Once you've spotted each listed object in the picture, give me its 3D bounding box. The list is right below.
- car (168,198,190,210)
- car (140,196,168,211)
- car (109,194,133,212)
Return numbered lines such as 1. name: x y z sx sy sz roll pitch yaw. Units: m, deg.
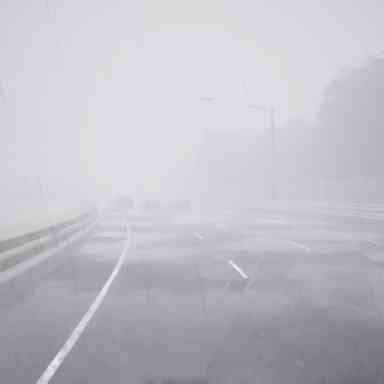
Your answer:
1. car: -1.806 1.500 42.996 1.882 1.535 5.008 -1 0 -21
2. car: -5.111 1.554 41.526 2.128 1.511 4.902 -1 0 -23
3. car: -8.969 1.330 41.837 2.150 2.045 5.566 0 0 -25
